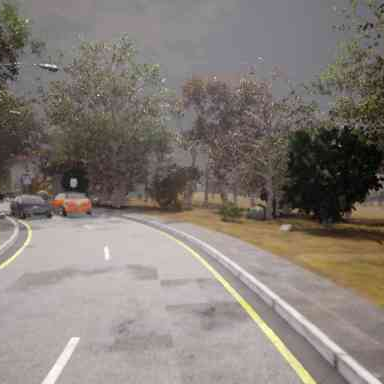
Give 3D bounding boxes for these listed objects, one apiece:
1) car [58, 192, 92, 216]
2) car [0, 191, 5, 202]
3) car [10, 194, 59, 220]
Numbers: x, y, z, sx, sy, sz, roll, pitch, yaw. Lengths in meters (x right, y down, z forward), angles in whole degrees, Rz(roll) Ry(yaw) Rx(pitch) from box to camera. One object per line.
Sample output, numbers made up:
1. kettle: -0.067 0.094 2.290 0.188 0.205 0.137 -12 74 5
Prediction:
1. car: -9.350 0.776 25.108 2.097 1.767 4.553 -1 2 -39
2. car: -22.641 0.278 36.542 4.902 1.511 2.128 2 2 30
3. car: -11.028 0.975 22.704 1.837 1.490 4.892 -1 1 -40
